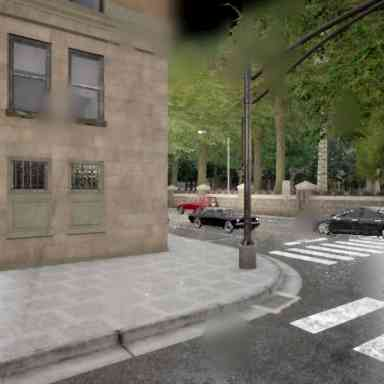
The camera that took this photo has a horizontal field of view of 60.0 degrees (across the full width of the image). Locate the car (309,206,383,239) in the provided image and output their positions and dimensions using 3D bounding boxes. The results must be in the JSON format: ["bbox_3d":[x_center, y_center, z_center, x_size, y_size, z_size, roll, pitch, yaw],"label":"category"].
[{"bbox_3d":[8.397,1.498,16.615,4.892,1.490,1.837,0,3,39],"label":"car"}]

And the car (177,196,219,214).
[{"bbox_3d":[0.571,1.285,31.798,2.192,1.841,5.009,0,0,-35],"label":"car"}]

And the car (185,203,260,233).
[{"bbox_3d":[1.816,1.586,19.855,1.895,1.301,4.718,0,0,-35],"label":"car"}]
